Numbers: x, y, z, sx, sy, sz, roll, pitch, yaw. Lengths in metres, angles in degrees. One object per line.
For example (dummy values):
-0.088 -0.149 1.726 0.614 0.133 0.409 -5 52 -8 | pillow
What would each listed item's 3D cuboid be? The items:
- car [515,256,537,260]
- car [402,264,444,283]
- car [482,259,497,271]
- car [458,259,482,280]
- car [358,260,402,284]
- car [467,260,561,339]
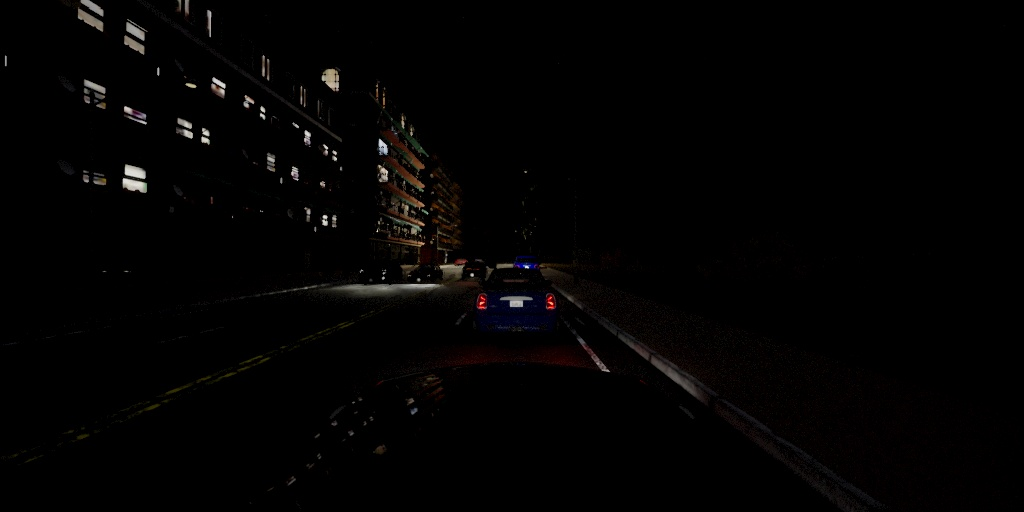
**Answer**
1.151 0.980 30.202 2.150 2.045 5.566 0 0 0 | car
-6.586 1.302 27.957 2.033 1.411 5.357 0 0 0 | car
-3.126 1.260 50.783 1.837 1.490 4.892 0 0 0 | car
-3.136 1.257 30.638 1.837 1.490 4.892 0 -1 0 | car
-9.838 1.107 27.217 2.097 1.767 4.553 0 0 0 | car
0.104 1.104 10.249 2.097 1.767 4.553 0 0 0 | car
